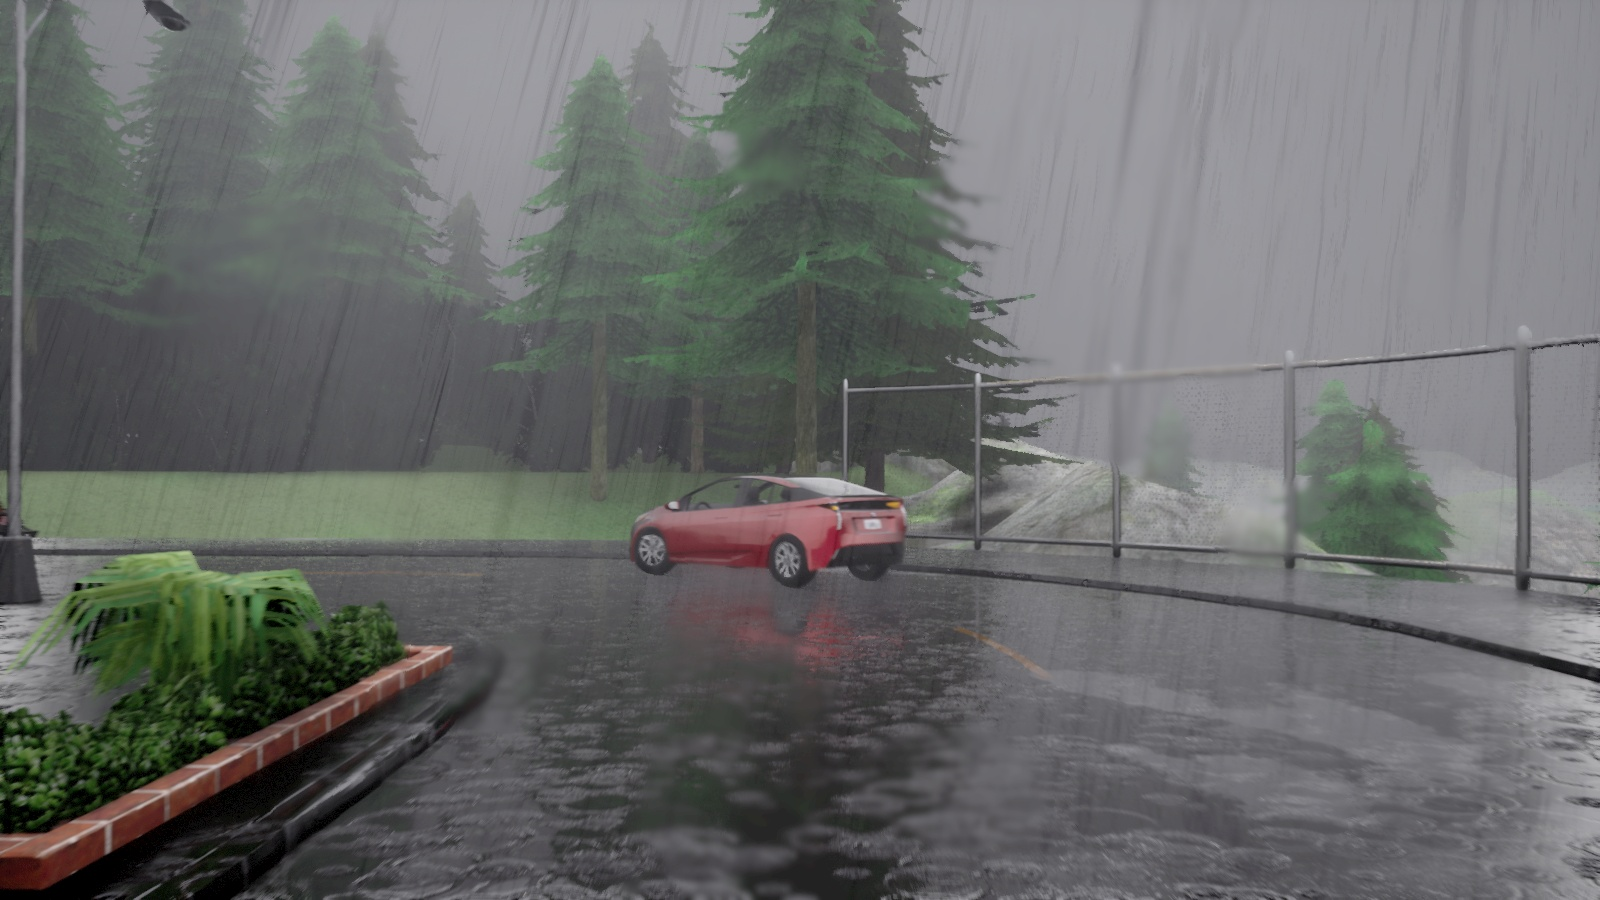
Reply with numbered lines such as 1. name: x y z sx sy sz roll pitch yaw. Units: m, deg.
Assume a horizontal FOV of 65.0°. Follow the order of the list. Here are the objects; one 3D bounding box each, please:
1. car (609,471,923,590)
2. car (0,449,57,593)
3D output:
1. car: -0.607 1.074 18.421 4.514 1.525 2.007 -1 -1 44
2. car: -12.357 0.939 16.650 3.866 1.878 1.905 0 -1 0
